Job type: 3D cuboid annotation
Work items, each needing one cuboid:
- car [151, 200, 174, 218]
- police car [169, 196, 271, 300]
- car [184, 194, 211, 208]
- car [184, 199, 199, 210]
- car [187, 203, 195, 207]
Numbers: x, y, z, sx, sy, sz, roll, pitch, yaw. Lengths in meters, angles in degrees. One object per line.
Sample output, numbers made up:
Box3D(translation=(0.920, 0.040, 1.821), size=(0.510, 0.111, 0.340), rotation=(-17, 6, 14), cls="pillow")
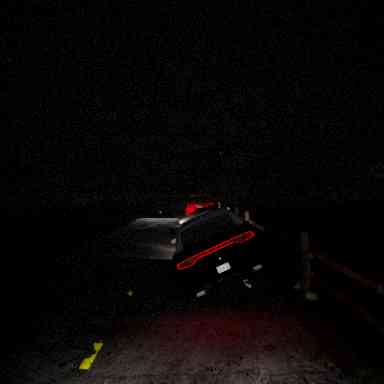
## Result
Box3D(translation=(-2.811, 1.604, 32.054), size=(1.837, 1.490, 4.892), rotation=(0, 0, 0), cls="car")
Box3D(translation=(0.484, 1.210, 8.657), size=(1.930, 1.638, 5.238), rotation=(-25, 0, 0), cls="police car")
Box3D(translation=(0.677, 1.238, 24.480), size=(2.150, 2.045, 5.566), rotation=(-3, -2, 3), cls="car")
Box3D(translation=(-0.074, 1.730, 46.471), size=(2.033, 1.411, 5.357), rotation=(0, 0, 0), cls="car")
Box3D(translation=(0.791, 1.569, 18.537), size=(1.812, 1.442, 4.674), rotation=(0, 0, 0), cls="car")
